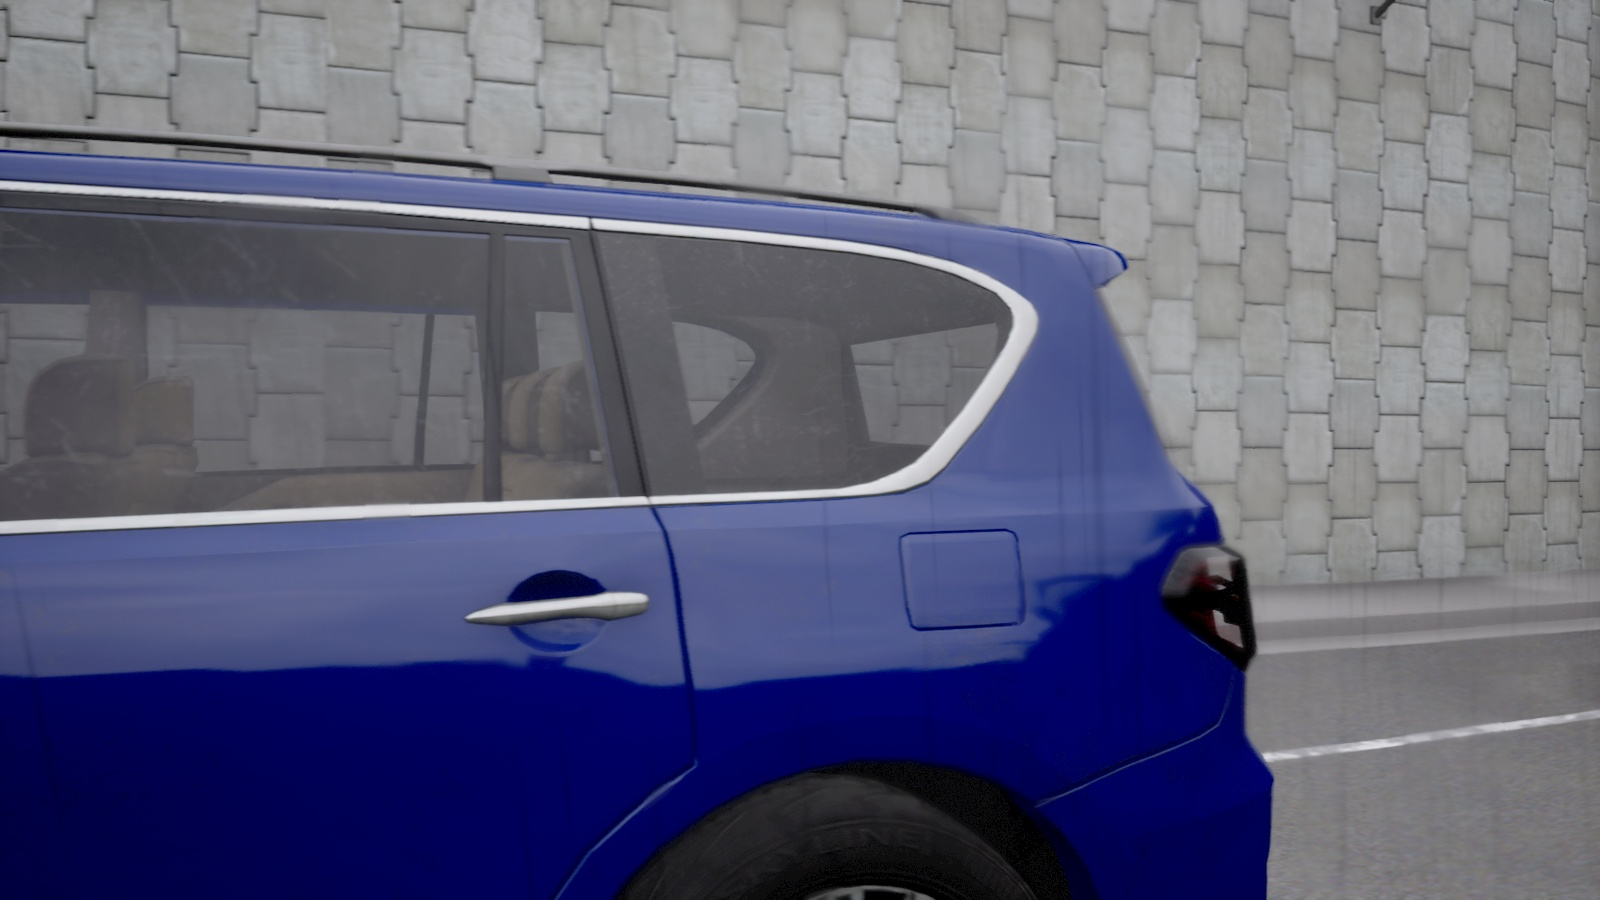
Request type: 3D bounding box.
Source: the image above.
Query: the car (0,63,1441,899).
[{"bbox_3d":[-1.674,0.498,2.606,5.566,2.045,2.150,-1,1,-20],"label":"car"}]
